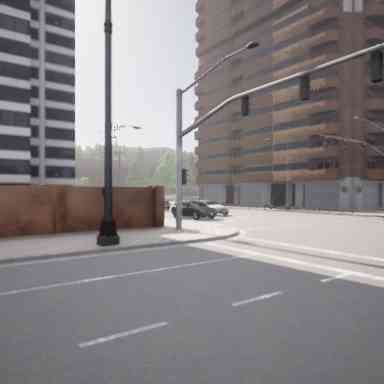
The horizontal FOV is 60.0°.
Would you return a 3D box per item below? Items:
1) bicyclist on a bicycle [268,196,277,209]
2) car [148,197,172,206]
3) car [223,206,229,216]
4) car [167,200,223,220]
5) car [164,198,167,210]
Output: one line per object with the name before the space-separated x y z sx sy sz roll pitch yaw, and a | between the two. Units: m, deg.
bicyclist on a bicycle | 9.935 1.278 41.059 1.656 1.620 0.582 0 0 -36
car | -5.259 1.545 53.772 1.994 1.385 4.181 0 0 -36
car | 1.598 1.512 32.170 1.812 1.442 4.674 0 0 -36
car | 0.139 1.493 28.177 1.837 1.490 4.892 0 0 -36
car | -4.410 1.477 40.491 2.128 1.511 4.902 0 0 -36
